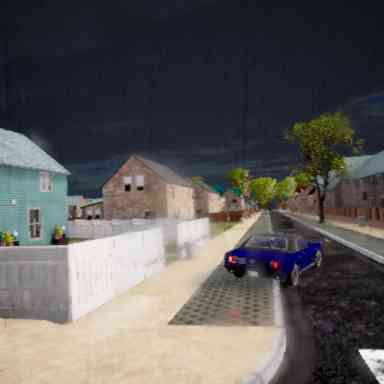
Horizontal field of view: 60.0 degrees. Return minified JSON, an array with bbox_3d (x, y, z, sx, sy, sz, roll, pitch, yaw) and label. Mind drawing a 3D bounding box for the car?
[{"bbox_3d":[2.923,2.014,11.028,1.895,1.301,4.718,0,-1,33],"label":"car"}]
